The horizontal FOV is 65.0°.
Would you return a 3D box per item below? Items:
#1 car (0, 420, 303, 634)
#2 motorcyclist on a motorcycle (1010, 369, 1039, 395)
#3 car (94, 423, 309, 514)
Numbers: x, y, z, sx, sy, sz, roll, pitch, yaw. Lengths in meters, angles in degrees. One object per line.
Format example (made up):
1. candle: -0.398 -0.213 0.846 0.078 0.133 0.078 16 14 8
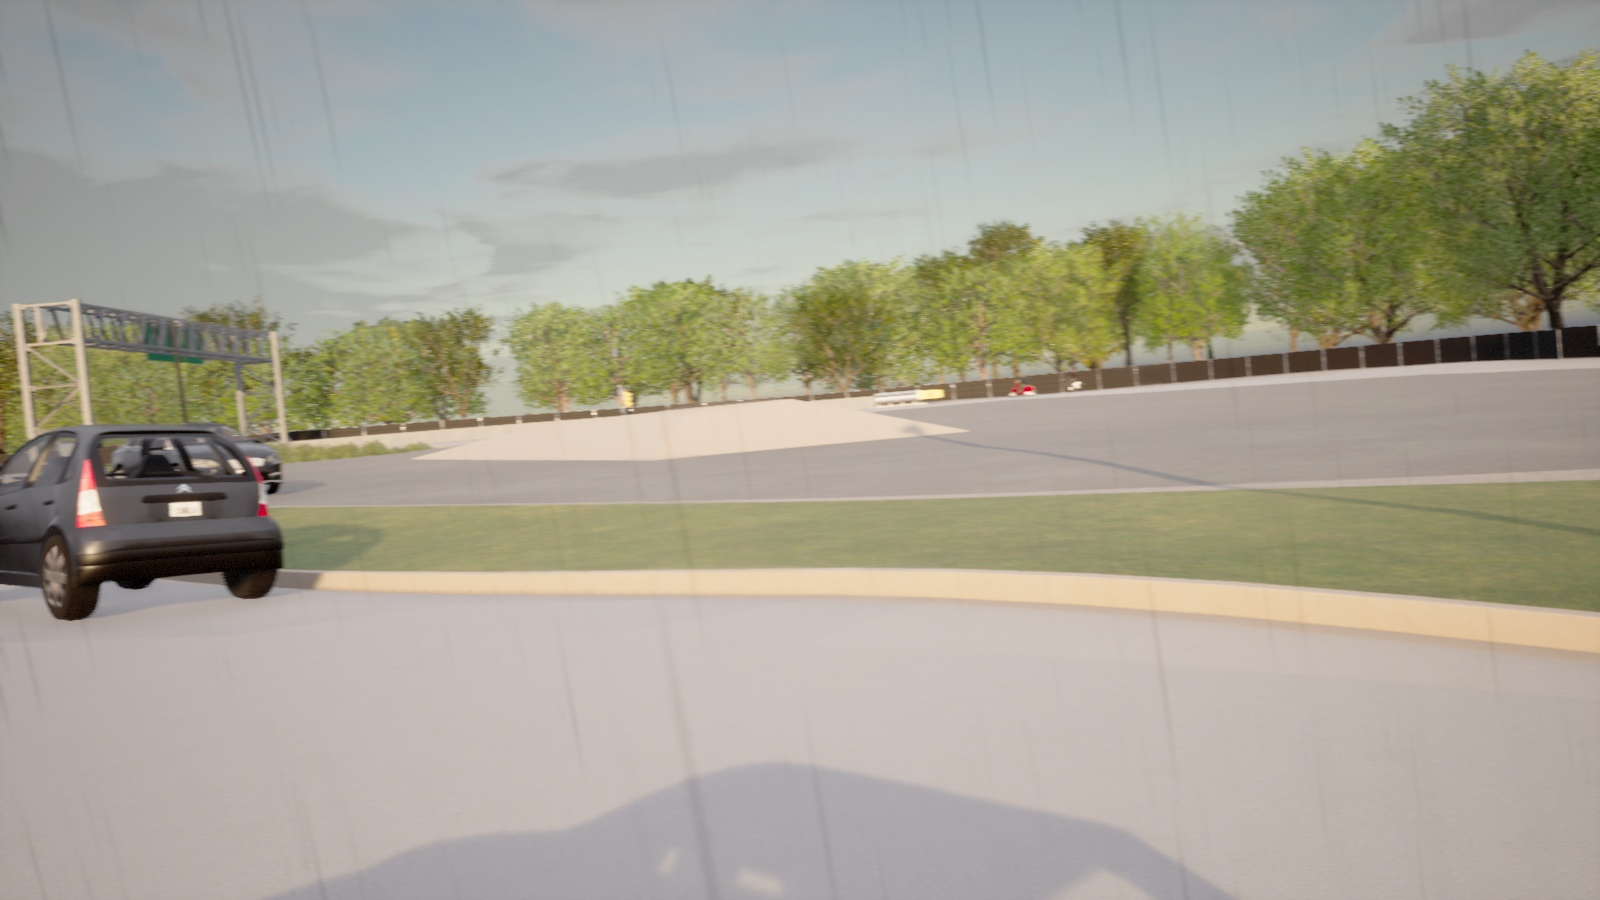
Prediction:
1. car: -6.472 0.672 11.600 3.988 1.617 1.851 -4 -1 42
2. motorcyclist on a motorcycle: 15.497 -4.713 86.783 1.817 1.590 0.866 -5 3 7
3. car: -12.034 0.388 25.103 4.902 1.511 2.128 -2 3 43
